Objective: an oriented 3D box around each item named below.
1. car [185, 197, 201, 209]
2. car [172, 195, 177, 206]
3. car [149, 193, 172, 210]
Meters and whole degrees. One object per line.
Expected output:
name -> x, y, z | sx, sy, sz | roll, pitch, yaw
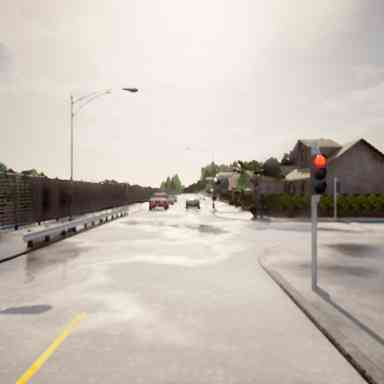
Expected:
car -> 0.112, 1.446, 45.224 | 2.128, 1.511, 4.902 | 0, 0, 0
car -> -4.061, 1.301, 53.808 | 2.097, 1.767, 4.553 | 0, 0, 0
car -> -4.073, 1.180, 41.916 | 2.150, 2.045, 5.566 | 0, 0, 0
